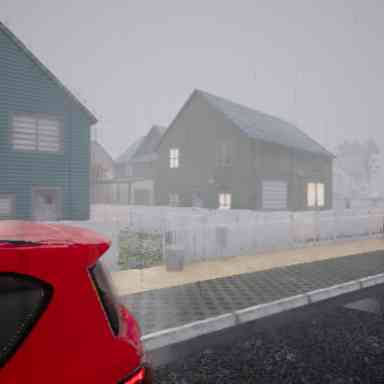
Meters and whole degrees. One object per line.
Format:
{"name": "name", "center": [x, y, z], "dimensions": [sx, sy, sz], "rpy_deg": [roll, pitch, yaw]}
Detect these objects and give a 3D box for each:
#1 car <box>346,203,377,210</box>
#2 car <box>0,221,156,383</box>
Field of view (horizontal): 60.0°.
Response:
{"name": "car", "center": [17.950, 1.673, 34.481], "dimensions": [5.357, 1.411, 2.033], "rpy_deg": [1, 0, 42]}
{"name": "car", "center": [-2.773, 1.204, 1.069], "dimensions": [5.566, 2.045, 2.150], "rpy_deg": [1, 0, -35]}
